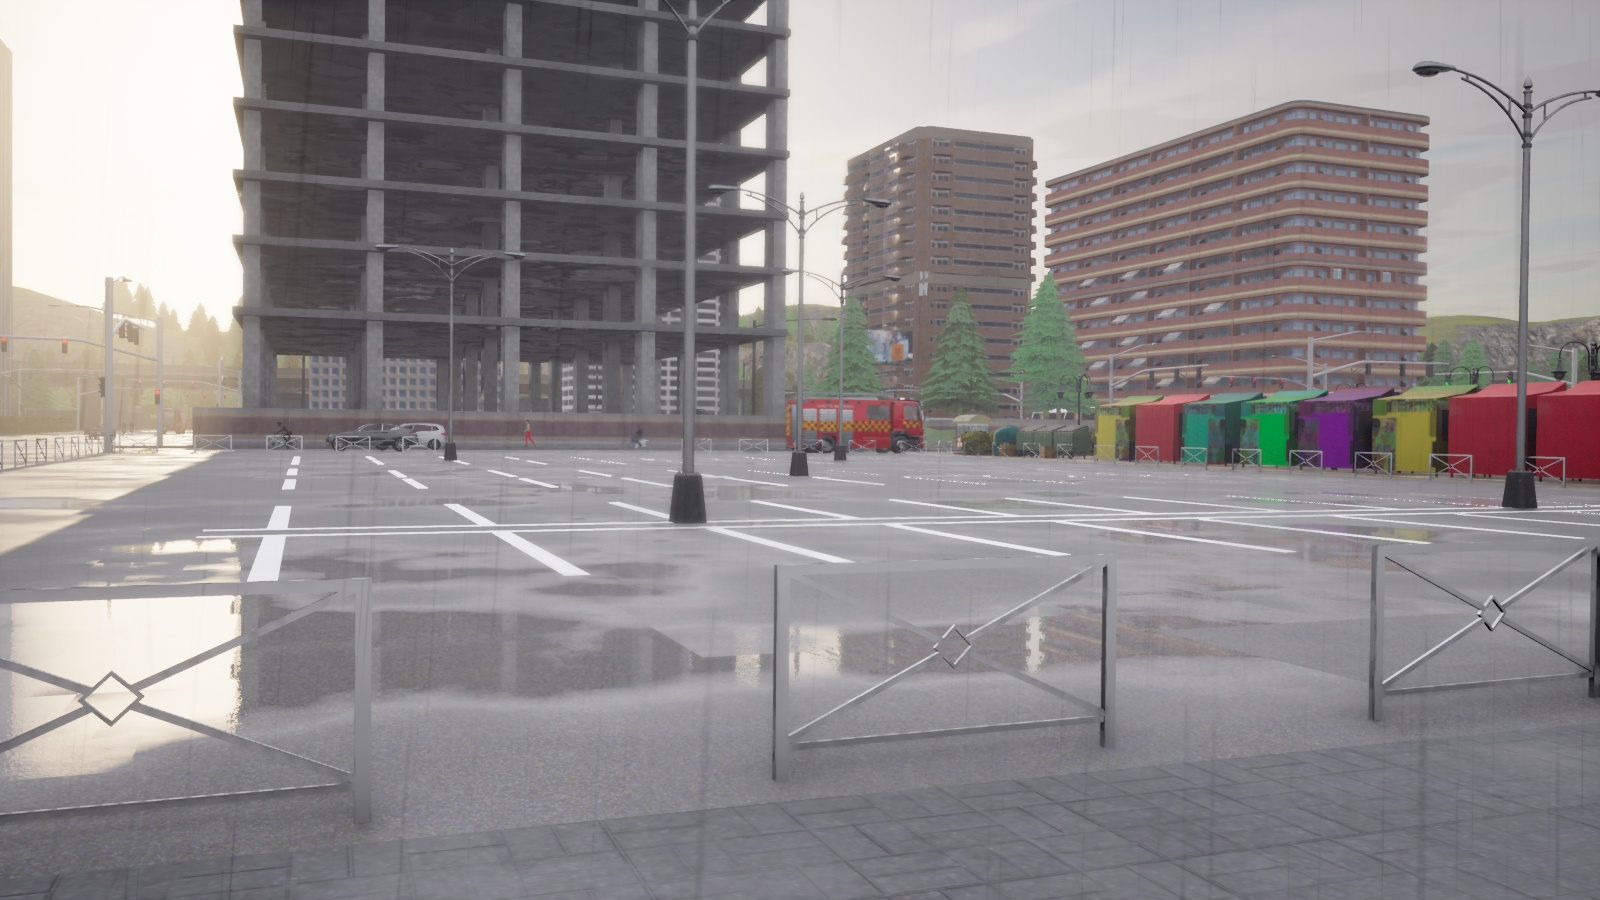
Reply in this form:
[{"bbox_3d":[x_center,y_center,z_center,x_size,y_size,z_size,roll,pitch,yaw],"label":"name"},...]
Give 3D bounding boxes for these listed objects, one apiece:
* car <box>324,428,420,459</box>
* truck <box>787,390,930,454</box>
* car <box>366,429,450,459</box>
[{"bbox_3d":[-24.227,-0.374,71.120,5.027,1.651,2.152,-1,1,-22],"label":"car"},{"bbox_3d":[3.669,-1.740,78.492,8.468,3.827,2.891,-1,1,-22],"label":"truck"},{"bbox_3d":[-23.501,-0.382,75.183,4.611,1.667,2.242,-1,1,-22],"label":"car"}]
